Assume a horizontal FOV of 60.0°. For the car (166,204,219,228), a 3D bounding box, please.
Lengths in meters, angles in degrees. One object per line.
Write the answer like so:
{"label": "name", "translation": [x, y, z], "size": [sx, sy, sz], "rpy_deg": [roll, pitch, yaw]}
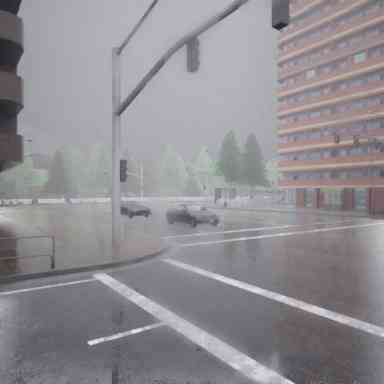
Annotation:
{"label": "car", "translation": [-0.104, 1.521, 22.440], "size": [1.812, 1.442, 4.674], "rpy_deg": [0, 0, -33]}

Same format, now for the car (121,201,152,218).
{"label": "car", "translation": [-5.599, 1.542, 30.367], "size": [2.033, 1.411, 5.357], "rpy_deg": [0, 0, -35]}
